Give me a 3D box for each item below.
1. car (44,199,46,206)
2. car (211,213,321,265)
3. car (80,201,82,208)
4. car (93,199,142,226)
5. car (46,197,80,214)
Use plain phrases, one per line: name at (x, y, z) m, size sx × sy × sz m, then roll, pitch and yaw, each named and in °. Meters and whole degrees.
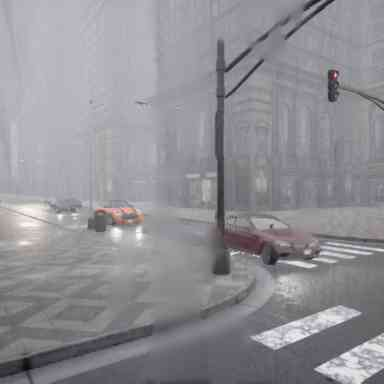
car at (-21.862, 1.446, 52.200) m, size 1.812 × 1.442 × 4.674 m, roll 0°, pitch 0°, yaw -35°
car at (2.364, 1.516, 11.911) m, size 1.812 × 1.442 × 4.674 m, roll 0°, pitch 0°, yaw -27°
car at (-16.222, 1.489, 44.385) m, size 2.033 × 1.411 × 5.357 m, roll 0°, pitch 0°, yaw -35°
car at (-5.347, 1.343, 23.688) m, size 2.097 × 1.767 × 4.553 m, roll 0°, pitch 0°, yaw -35°
car at (-13.906, 1.470, 35.734) m, size 1.837 × 1.490 × 4.892 m, roll 0°, pitch 1°, yaw -35°
